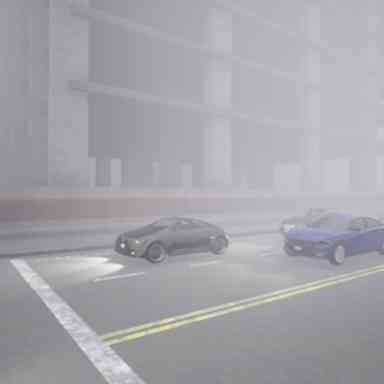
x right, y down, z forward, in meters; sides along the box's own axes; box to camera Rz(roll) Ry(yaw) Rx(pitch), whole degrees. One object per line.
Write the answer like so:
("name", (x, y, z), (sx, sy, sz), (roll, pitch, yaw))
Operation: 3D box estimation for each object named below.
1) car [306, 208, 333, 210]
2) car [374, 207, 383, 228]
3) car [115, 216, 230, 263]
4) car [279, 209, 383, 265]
("car", (6.582, 1.593, 17.265), (4.902, 1.511, 2.128), (0, 0, -35))
("car", (14.662, 1.731, 23.011), (4.181, 1.385, 1.994), (0, 0, -35))
("car", (-0.647, 1.606, 12.126), (4.181, 1.385, 1.994), (0, 0, -35))
("car", (5.451, 1.553, 12.147), (5.008, 1.535, 1.882), (0, 0, -35))
